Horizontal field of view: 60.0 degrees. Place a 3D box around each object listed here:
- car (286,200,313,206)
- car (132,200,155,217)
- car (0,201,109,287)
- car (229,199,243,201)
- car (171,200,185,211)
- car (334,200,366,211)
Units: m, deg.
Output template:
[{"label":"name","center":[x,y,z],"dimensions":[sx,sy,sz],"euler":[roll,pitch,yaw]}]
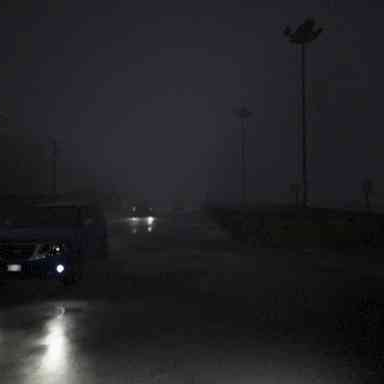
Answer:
[{"label":"car","center":[14.008,1.751,44.639],"dimensions":[2.128,1.511,4.902],"euler":[0,-1,-21]},{"label":"car","center":[-5.085,1.681,35.402],"dimensions":[2.097,1.767,4.553],"euler":[0,0,-2]},{"label":"car","center":[-4.030,1.335,10.082],"dimensions":[2.150,2.045,5.566],"euler":[0,0,-3]},{"label":"car","center":[6.311,1.865,51.393],"dimensions":[4.902,1.511,2.128],"euler":[-1,0,10]},{"label":"car","center":[-1.964,1.876,46.678],"dimensions":[1.882,1.535,5.008],"euler":[0,0,-2]},{"label":"car","center":[20.282,1.715,42.565],"dimensions":[3.905,1.438,1.784],"euler":[0,0,-3]}]
